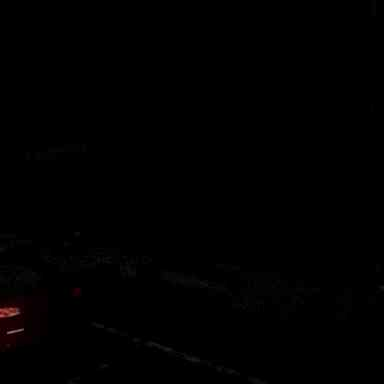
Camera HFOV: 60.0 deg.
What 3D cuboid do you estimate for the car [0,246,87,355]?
[{"bbox_3d":[-3.502,1.581,5.556,4.206,1.307,1.802,0,0,35],"label":"car"}]
